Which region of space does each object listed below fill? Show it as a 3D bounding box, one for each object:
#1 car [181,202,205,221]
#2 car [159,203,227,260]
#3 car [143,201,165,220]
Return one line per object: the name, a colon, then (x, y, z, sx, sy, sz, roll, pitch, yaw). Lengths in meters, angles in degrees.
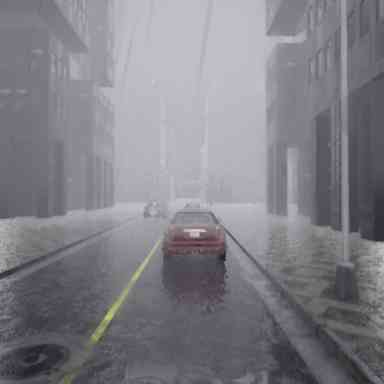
car: (0.089, 1.663, 29.428, 1.994, 1.385, 4.181, 0, 0, 0)
car: (0.092, 1.385, 12.708, 2.097, 1.767, 4.553, 0, 0, 0)
car: (-3.106, 1.589, 29.201, 2.128, 1.511, 4.902, 0, 0, 0)
